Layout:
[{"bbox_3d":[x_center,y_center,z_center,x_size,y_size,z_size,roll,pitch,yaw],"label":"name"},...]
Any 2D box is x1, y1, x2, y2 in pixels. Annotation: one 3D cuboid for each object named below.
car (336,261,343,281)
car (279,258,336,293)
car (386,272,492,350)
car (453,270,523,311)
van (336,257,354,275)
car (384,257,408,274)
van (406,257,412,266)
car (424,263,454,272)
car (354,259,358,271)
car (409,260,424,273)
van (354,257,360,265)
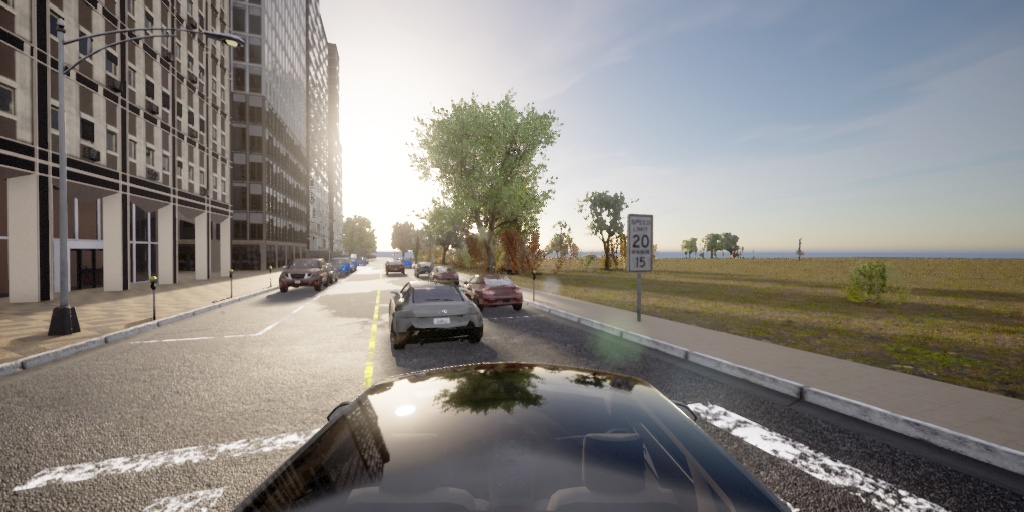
[{"bbox_3d":[-14.020,1.306,26.588,1.948,1.339,4.313,0,0,-20],"label":"car"},{"bbox_3d":[-12.192,1.058,21.351,2.192,1.841,5.009,0,0,-20],"label":"car"},{"bbox_3d":[-2.124,1.309,9.287,1.994,1.385,4.181,0,0,-20],"label":"car"},{"bbox_3d":[-0.878,1.322,13.799,1.802,1.307,4.207,0,0,-20],"label":"car"},{"bbox_3d":[-17.716,1.076,37.049,1.690,1.789,3.998,0,0,-20],"label":"van"},{"bbox_3d":[-12.789,1.206,39.229,1.882,1.535,5.008,0,0,-19],"label":"car"},{"bbox_3d":[-17.821,1.056,60.705,1.690,1.789,3.998,0,0,-20],"label":"van"},{"bbox_3d":[-4.651,1.316,24.222,1.802,1.307,4.207,0,0,-20],"label":"car"},{"bbox_3d":[-19.587,1.315,42.272,1.802,1.307,4.207,0,0,-20],"label":"car"},{"bbox_3d":[-8.475,1.279,34.623,2.007,1.370,4.403,0,0,-20],"label":"car"},{"bbox_3d":[-21.459,1.071,47.494,1.690,1.789,3.998,0,0,-20],"label":"van"}]
